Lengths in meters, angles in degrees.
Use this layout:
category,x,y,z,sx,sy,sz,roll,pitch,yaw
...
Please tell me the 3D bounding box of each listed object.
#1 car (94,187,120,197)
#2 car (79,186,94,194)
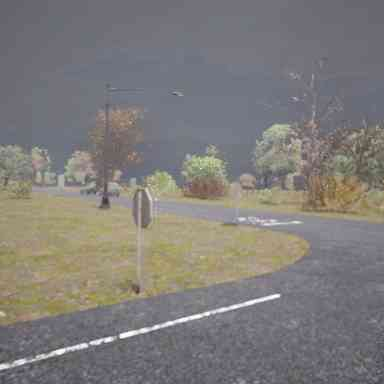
category,x,y,z,sx,sy,sz,roll,pitch,yaw
car,-12.689,-0.038,51.123,2.128,1.511,4.902,1,1,-36
car,-18.524,-0.347,59.249,1.837,1.490,4.892,1,1,-36
